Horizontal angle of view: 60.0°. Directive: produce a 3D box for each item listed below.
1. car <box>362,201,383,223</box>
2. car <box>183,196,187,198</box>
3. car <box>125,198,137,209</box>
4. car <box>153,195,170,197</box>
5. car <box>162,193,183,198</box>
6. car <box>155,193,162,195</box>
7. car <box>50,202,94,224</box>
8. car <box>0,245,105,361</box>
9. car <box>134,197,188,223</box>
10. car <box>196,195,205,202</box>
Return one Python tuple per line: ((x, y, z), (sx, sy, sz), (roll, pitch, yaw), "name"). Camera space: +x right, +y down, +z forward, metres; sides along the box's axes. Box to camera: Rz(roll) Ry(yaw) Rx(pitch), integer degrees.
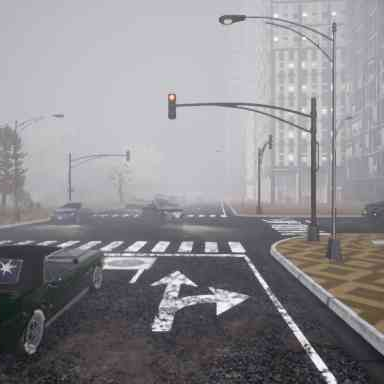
((14.841, 1.059, 22.956), (5.566, 2.045, 2.150), (0, 0, 5), "car")
((-1.902, 1.519, 70.493), (1.812, 1.442, 4.674), (0, 0, 5), "car")
((-7.354, 1.538, 44.257), (2.033, 1.411, 5.357), (0, 0, 5), "car")
((-4.298, 1.496, 41.712), (1.837, 1.490, 4.892), (0, 0, 5), "car")
((-3.184, 1.346, 55.520), (2.097, 1.767, 4.553), (0, 0, 5), "car")
((-5.897, 1.220, 62.023), (2.150, 2.045, 5.566), (0, 0, 5), "car")
((-8.850, 1.513, 25.077), (1.812, 1.442, 4.674), (0, 0, 4), "car")
((-3.038, 1.600, 5.960), (1.895, 1.301, 4.718), (0, 0, 1), "car")
((-2.317, 1.452, 25.634), (2.128, 1.511, 4.902), (-1, 1, -32), "car")
((2.049, 1.532, 79.145), (1.812, 1.442, 4.674), (0, 0, 5), "car")
